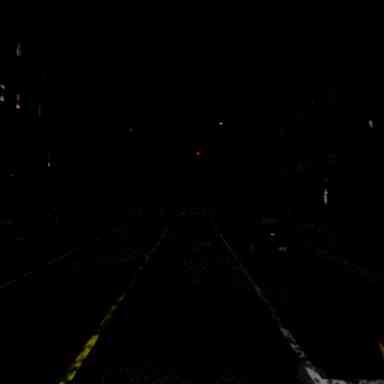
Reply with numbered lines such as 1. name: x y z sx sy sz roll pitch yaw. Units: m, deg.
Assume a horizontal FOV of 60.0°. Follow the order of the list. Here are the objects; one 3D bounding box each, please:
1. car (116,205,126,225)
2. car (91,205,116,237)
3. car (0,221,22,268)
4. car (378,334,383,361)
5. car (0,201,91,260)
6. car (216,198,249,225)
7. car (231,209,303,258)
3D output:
1. car: -5.808 1.569 23.754 1.802 1.307 4.206 1 0 0
2. car: -5.808 1.556 18.186 1.947 1.339 4.313 1 0 0
3. car: -5.809 1.547 7.049 2.008 1.369 4.403 1 0 0
4. car: 2.838 1.524 1.617 1.752 1.417 4.829 1 0 0
5. car: -5.806 1.308 12.617 2.192 1.841 5.009 1 0 0
6. car: 2.843 1.302 23.719 2.192 1.841 5.009 1 0 0
7. car: 2.839 1.543 12.584 2.008 1.369 4.403 1 0 0
